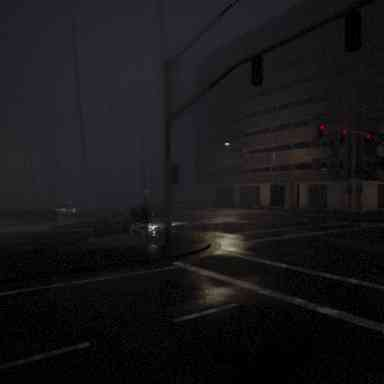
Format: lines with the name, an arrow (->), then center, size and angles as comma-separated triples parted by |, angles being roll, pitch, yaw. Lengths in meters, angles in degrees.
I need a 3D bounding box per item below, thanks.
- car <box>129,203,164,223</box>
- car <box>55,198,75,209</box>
car -> -3.455, 1.630, 26.727 | 1.812, 1.442, 4.674 | 0, 1, -35
car -> -18.321, 1.578, 47.709 | 1.812, 1.442, 4.674 | 0, 0, -35
